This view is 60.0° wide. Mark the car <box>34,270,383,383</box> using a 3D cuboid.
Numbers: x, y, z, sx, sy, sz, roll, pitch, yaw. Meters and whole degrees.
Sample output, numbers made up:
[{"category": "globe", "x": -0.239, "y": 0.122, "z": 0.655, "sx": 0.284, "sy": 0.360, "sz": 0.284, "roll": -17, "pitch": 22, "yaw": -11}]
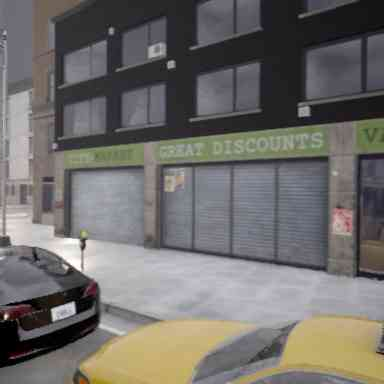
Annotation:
[{"category": "car", "x": 1.076, "y": 1.525, "z": 2.323, "sx": 4.829, "sy": 1.417, "sz": 1.752, "roll": 0, "pitch": 1, "yaw": 36}]

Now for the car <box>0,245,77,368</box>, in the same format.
[{"category": "car", "x": -3.333, "y": 1.565, "z": 5.469, "sx": 4.313, "sy": 1.339, "sz": 1.947, "roll": 0, "pitch": 1, "yaw": 36}]
